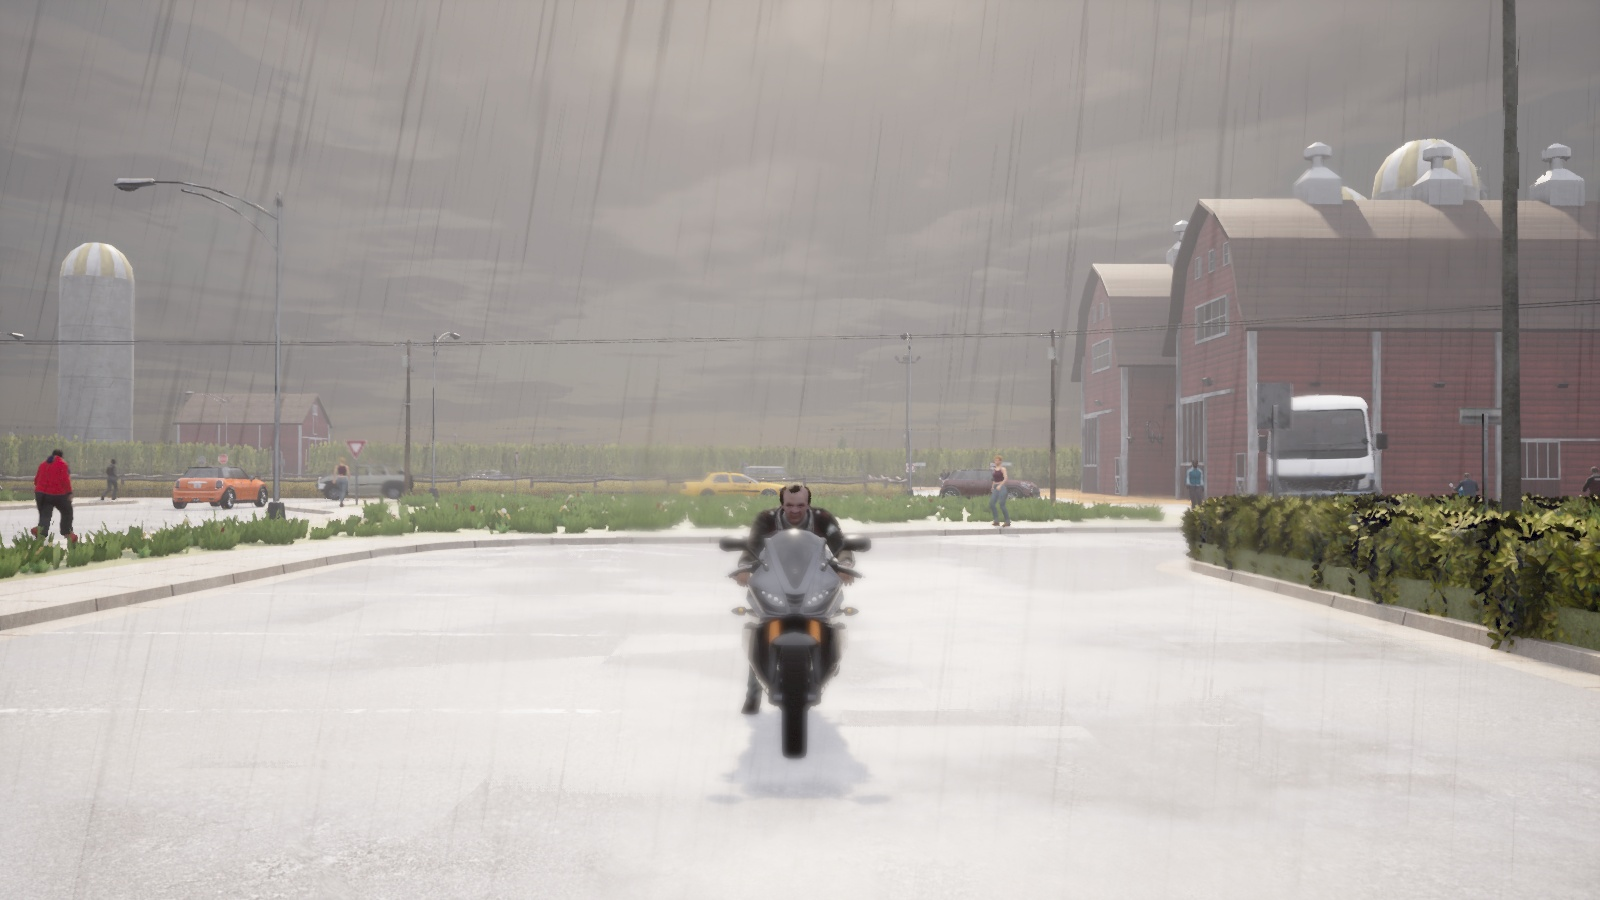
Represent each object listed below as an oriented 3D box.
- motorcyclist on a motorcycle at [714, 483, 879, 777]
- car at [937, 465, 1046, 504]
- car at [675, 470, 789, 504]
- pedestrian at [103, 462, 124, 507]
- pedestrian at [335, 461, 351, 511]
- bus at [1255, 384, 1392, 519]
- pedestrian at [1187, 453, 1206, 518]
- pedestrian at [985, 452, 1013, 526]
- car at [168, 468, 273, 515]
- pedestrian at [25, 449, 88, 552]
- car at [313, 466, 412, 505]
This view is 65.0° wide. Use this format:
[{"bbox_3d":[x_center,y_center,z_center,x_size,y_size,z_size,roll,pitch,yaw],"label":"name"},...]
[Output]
[{"bbox_3d":[-0.023,0.979,7.742,0.866,1.530,2.191,0,-1,0],"label":"motorcyclist on a motorcycle"},{"bbox_3d":[8.877,1.589,58.289,4.553,1.767,2.097,-1,-1,26],"label":"car"},{"bbox_3d":[-3.219,1.778,60.367,5.366,1.575,1.801,0,-1,0],"label":"car"},{"bbox_3d":[-29.750,1.501,54.429,0.402,1.930,0.666,-1,-1,18],"label":"pedestrian"},{"bbox_3d":[-16.816,1.311,46.206,0.345,1.836,0.594,0,-1,-1],"label":"pedestrian"},{"bbox_3d":[19.020,0.080,45.422,3.944,4.253,10.273,-2,-1,24],"label":"bus"},{"bbox_3d":[11.926,1.055,37.764,0.396,1.930,0.692,0,-1,7],"label":"pedestrian"},{"bbox_3d":[5.039,0.982,31.788,0.594,1.836,0.345,0,-1,-30],"label":"pedestrian"},{"bbox_3d":[-22.878,1.599,49.820,2.097,1.767,4.553,0,-1,-1],"label":"car"},{"bbox_3d":[-13.593,0.909,22.984,0.634,1.844,0.899,0,-1,-3],"label":"pedestrian"},{"bbox_3d":[-21.869,1.772,62.875,4.605,1.855,1.932,0,-2,-20],"label":"car"}]
